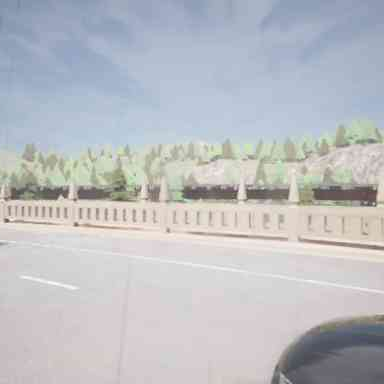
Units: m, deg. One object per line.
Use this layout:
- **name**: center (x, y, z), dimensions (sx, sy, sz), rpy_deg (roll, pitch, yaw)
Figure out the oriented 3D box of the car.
- **car**: center (2.857, 1.483, 1.766), dimensions (4.902, 1.511, 2.128), rpy_deg (0, 0, 36)
